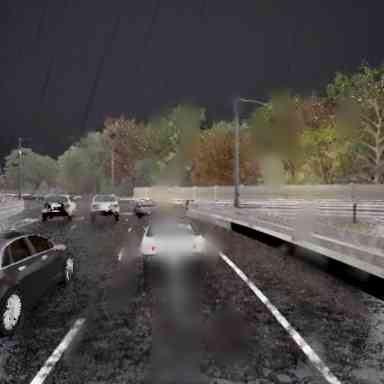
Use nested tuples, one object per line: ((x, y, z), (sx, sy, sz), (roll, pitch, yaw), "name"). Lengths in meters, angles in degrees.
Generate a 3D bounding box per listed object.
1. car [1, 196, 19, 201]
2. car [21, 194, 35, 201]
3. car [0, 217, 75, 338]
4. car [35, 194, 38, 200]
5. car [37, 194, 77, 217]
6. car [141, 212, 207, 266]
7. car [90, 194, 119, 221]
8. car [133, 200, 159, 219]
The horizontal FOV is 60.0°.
((-44.110, 1.492, 79.961), (4.718, 1.301, 1.895), (0, 0, 39), "car")
((-41.810, 1.383, 82.600), (4.892, 1.490, 1.837), (0, 0, 39), "car")
((-3.802, 1.511, 6.546), (1.837, 1.490, 4.892), (0, 1, -3), "car")
((-39.510, 1.225, 85.239), (4.553, 1.767, 2.097), (0, 0, 39), "car")
((-10.730, 1.220, 27.087), (2.150, 2.045, 5.566), (0, 0, -15), "car")
((-0.724, 1.586, 11.512), (1.895, 1.301, 4.718), (0, 0, -6), "car")
((-7.273, 1.206, 27.702), (2.150, 2.045, 5.566), (0, 0, -15), "car")
((-4.068, 1.462, 29.058), (2.128, 1.511, 4.902), (0, 0, -16), "car")
